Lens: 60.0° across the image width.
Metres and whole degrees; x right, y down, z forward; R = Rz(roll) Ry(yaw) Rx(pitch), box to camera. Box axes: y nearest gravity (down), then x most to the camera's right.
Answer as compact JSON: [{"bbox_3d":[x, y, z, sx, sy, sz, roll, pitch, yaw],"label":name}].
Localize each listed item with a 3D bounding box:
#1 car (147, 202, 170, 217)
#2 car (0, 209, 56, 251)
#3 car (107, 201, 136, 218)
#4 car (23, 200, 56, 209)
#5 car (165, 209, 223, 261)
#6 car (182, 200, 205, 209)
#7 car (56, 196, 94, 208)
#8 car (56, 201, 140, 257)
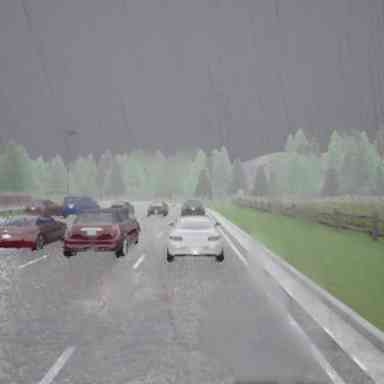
[{"bbox_3d":[-3.413,1.703,33.962,1.812,1.442,4.674,0,0,-1],"label":"car"},{"bbox_3d":[-6.901,1.640,14.438,1.994,1.385,4.181,0,0,0],"label":"car"},{"bbox_3d":[-6.909,1.678,32.945,1.837,1.490,4.892,0,0,0],"label":"car"},{"bbox_3d":[-13.902,1.515,31.245,2.097,1.767,4.553,0,0,0],"label":"car"},{"bbox_3d":[0.099,1.591,12.432,1.812,1.442,4.674,0,0,0],"label":"car"},{"bbox_3d":[0.098,1.514,31.185,2.097,1.767,4.553,0,0,0],"label":"car"},{"bbox_3d":[-10.402,1.386,31.274,2.150,2.045,5.566,0,0,0],"label":"car"},{"bbox_3d":[-3.401,1.422,13.403,2.097,1.767,4.553,0,0,0],"label":"car"}]
